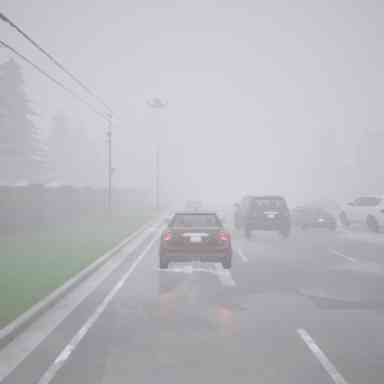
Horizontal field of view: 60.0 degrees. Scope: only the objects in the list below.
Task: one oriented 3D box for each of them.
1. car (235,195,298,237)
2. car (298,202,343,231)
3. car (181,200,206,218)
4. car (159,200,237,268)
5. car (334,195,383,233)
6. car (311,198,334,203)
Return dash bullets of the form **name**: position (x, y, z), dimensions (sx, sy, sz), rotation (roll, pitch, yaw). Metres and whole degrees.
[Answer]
- **car**: position (3.611, 1.174, 17.856), dimensions (2.150, 2.045, 5.566), rotation (0, 0, 0)
- **car**: position (7.111, 1.510, 20.305), dimensions (1.994, 1.385, 4.181), rotation (0, 0, 0)
- **car**: position (0.118, 1.466, 30.477), dimensions (2.033, 1.411, 5.357), rotation (0, 0, 0)
- **car**: position (0.107, 1.321, 11.352), dimensions (2.097, 1.767, 4.553), rotation (0, 0, 0)
- **car**: position (10.611, 1.170, 19.207), dimensions (2.150, 2.045, 5.566), rotation (0, 0, 0)
- **car**: position (14.120, 1.396, 35.792), dimensions (2.128, 1.511, 4.902), rotation (0, 0, 0)
